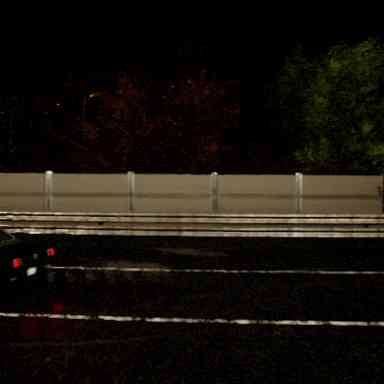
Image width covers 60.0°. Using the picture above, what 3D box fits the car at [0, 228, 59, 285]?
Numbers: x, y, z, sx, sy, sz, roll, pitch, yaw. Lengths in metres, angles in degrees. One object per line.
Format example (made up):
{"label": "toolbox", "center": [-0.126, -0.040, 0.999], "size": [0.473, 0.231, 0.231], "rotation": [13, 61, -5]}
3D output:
{"label": "car", "center": [-5.841, 1.514, 7.977], "size": [4.718, 1.301, 1.895], "rotation": [0, 0, 9]}
